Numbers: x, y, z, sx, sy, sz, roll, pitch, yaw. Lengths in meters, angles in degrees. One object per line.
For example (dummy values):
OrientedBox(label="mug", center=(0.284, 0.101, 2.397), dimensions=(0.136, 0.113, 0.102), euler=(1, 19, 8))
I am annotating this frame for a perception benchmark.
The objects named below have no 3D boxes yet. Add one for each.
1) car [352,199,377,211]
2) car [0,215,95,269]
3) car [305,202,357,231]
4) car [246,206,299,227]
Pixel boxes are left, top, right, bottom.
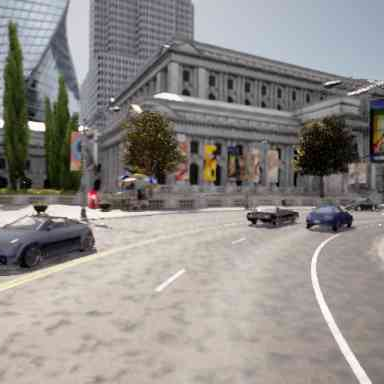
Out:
OrientedBox(label="car", center=(21.511, 1.676, 42.500), dimensions=(4.892, 1.490, 1.837), euler=(1, 0, -27))
OrientedBox(label="car", center=(-5.061, 1.483, 10.916), dimensions=(1.994, 1.385, 4.181), euler=(1, 0, 18))
OrientedBox(label="car", center=(8.744, 1.572, 21.160), dimensions=(1.812, 1.442, 4.674), euler=(1, 0, 40))
OrientedBox(label="car", center=(5.760, 1.609, 23.271), dimensions=(1.895, 1.301, 4.718), euler=(1, 0, 40))
